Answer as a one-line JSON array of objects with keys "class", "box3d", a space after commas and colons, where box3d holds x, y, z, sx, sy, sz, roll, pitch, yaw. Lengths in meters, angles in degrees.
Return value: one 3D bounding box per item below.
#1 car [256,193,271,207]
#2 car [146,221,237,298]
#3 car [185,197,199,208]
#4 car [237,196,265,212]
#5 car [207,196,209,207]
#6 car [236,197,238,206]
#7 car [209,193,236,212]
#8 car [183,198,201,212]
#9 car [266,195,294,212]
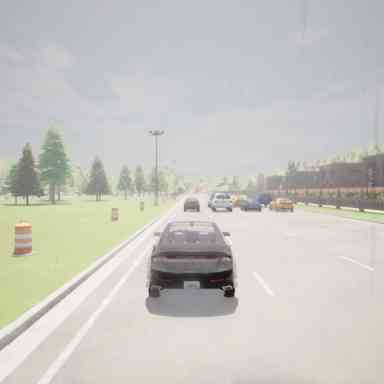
[{"class": "car", "box3d": [10.469, 1.220, 49.600, 2.150, 2.045, 5.566, 0, 0, 0]}, {"class": "car", "box3d": [-0.006, 1.492, 8.531, 2.128, 1.511, 4.902, 0, 0, 0]}, {"class": "car", "box3d": [-0.031, 1.546, 49.563, 2.033, 1.411, 5.357, 0, 0, 0]}, {"class": "car", "box3d": [6.975, 1.563, 39.565, 1.994, 1.385, 4.181, 0, 0, 0]}, {"class": "car", "box3d": [3.469, 1.220, 49.596, 2.150, 2.045, 5.566, 0, 0, 0]}, {"class": "car", "box3d": [6.969, 1.476, 49.568, 1.882, 1.535, 5.008, 0, 0, 0]}, {"class": "car", "box3d": [3.475, 1.220, 39.176, 2.150, 2.045, 5.566, 0, 0, 0]}, {"class": "car", "box3d": [-0.024, 1.490, 39.144, 2.128, 1.511, 4.902, 0, 0, 0]}, {"class": "car", "box3d": [10.476, 1.476, 39.150, 1.882, 1.535, 5.008, 0, 0, 0]}]
